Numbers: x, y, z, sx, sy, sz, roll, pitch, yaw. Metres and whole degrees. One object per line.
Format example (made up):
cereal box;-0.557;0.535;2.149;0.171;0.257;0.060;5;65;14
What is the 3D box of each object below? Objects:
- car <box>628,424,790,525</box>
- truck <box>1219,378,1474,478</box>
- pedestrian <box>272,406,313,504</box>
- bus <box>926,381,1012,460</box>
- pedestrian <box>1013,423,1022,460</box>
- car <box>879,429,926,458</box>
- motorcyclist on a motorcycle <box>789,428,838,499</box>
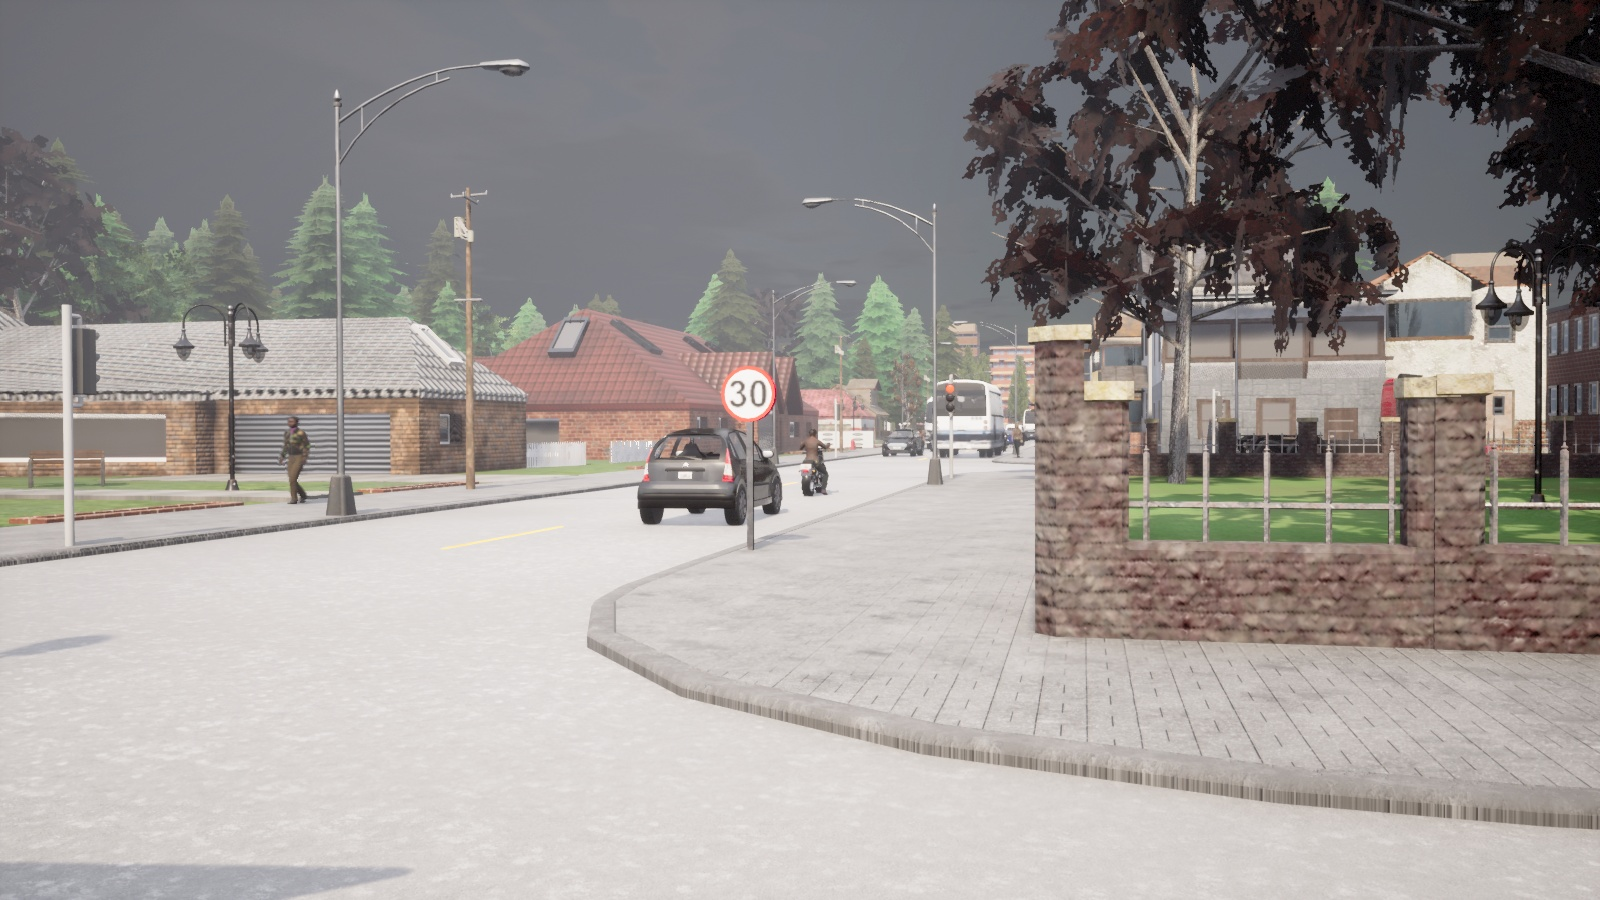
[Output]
car;-1.500;0.362;22.292;1.851;1.617;3.988;0;1;12
truck;19.511;-0.808;45.311;7.936;3.462;2.891;0;1;9
pedestrian;-10.180;0.094;25.216;0.395;1.930;0.692;1;1;19
bus;10.020;-1.686;73.296;3.944;4.253;10.273;0;1;13
pedestrian;10.958;-0.434;63.185;0.331;1.846;0.634;1;1;17
car;6.098;-0.406;74.007;2.033;1.649;4.856;0;1;13
motorcyclist on a motorcycle;0.351;0.291;30.437;0.766;1.649;2.350;0;1;11
